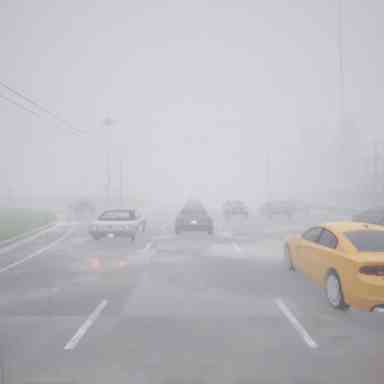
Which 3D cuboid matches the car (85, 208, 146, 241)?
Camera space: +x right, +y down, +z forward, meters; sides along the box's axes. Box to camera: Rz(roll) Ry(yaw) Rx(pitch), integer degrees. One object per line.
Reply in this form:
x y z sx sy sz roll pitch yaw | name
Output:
-3.400 1.507 16.158 1.895 1.301 4.718 0 0 0 | car

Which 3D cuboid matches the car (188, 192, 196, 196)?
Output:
-0.002 0.885 82.528 2.097 1.767 4.553 0 0 0 | car

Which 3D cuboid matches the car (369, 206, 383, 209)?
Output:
10.599 1.460 18.357 1.994 1.385 4.181 0 0 0 | car

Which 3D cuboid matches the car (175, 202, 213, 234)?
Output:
0.100 1.457 18.484 1.994 1.385 4.181 0 0 0 | car

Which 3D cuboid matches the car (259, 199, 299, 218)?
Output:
7.100 1.386 28.468 2.033 1.411 5.357 0 0 0 | car

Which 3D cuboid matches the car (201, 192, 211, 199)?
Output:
3.498 0.885 82.528 2.097 1.767 4.553 0 0 0 | car

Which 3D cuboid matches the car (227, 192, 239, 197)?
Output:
10.498 1.056 82.143 2.128 1.511 4.902 0 0 0 | car

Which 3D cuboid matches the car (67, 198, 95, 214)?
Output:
-10.856 1.322 32.480 1.837 1.490 4.892 0 0 -31 | car

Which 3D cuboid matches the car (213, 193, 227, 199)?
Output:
6.998 1.053 82.559 1.812 1.442 4.674 0 0 0 | car

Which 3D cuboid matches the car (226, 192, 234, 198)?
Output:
10.497 0.813 92.561 1.837 1.490 4.892 0 0 0 | car

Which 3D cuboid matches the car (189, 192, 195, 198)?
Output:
-0.002 0.813 92.561 1.837 1.490 4.892 0 0 0 | car

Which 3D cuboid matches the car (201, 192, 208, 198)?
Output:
3.498 0.813 92.561 1.837 1.490 4.892 0 0 0 | car

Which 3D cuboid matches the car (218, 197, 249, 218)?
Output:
3.600 1.386 28.465 2.033 1.411 5.357 0 0 0 | car

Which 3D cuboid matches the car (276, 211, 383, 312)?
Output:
3.595 1.433 7.698 1.882 1.535 5.008 0 0 0 | car

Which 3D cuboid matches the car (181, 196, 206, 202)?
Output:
0.099 1.371 34.316 1.994 1.385 4.181 0 0 0 | car

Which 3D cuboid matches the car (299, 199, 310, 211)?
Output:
10.599 1.370 34.412 1.994 1.385 4.181 0 0 0 | car

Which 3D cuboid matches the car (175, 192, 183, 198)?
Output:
-3.502 0.853 92.561 2.033 1.411 5.357 0 0 0 | car

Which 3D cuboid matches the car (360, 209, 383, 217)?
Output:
7.099 1.487 10.642 2.033 1.411 5.357 0 0 0 | car

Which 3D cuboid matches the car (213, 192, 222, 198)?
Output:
6.998 0.853 92.561 2.033 1.411 5.357 0 0 0 | car

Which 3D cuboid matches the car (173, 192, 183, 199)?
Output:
-3.502 0.885 82.528 2.097 1.767 4.553 0 0 0 | car
